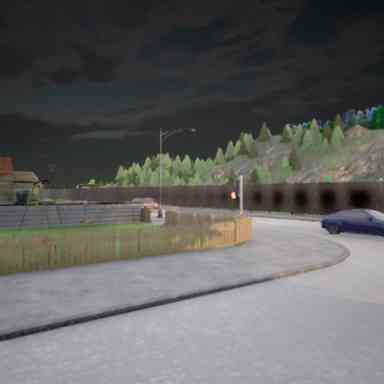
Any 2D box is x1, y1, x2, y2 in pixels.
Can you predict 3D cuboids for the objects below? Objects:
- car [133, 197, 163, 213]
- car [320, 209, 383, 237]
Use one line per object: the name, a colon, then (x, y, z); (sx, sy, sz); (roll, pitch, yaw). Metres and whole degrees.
car: (-4.970, 1.389, 36.233); (2.097, 1.767, 4.553); (0, 0, -35)
car: (8.845, 1.589, 16.831); (1.812, 1.442, 4.674); (0, 0, -35)
